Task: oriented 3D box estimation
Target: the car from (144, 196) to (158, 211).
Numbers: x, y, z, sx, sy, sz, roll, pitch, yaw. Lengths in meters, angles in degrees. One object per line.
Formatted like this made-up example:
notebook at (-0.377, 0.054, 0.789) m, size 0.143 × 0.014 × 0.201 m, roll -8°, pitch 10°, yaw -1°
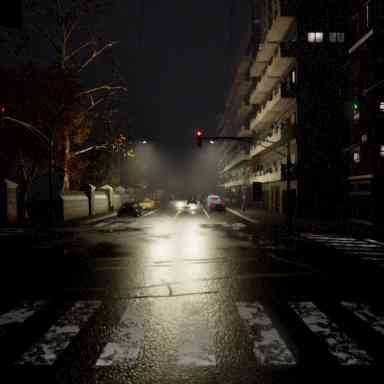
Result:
car at (-5.684, 1.550, 41.975) m, size 1.752 × 1.417 × 4.829 m, roll 0°, pitch 0°, yaw 0°

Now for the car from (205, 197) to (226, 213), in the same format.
car at (2.696, 1.564, 36.514) m, size 1.887 × 1.381 × 4.507 m, roll 0°, pitch 0°, yaw 0°

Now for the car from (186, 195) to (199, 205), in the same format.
car at (0.004, 1.597, 59.600) m, size 2.033 × 1.411 × 5.357 m, roll 0°, pitch 0°, yaw 0°

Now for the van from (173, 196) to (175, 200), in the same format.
van at (-5.682, 1.432, 81.556) m, size 1.690 × 1.788 × 3.998 m, roll 0°, pitch 0°, yaw 0°

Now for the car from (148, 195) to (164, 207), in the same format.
car at (-5.684, 1.347, 47.775) m, size 2.192 × 1.841 × 5.009 m, roll 0°, pitch 0°, yaw 0°

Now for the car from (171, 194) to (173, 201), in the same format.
car at (-5.682, 1.508, 70.295) m, size 1.967 × 1.590 × 4.097 m, roll 0°, pitch 0°, yaw 0°

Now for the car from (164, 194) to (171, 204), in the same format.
car at (-5.683, 1.498, 64.666) m, size 1.967 × 1.590 × 4.097 m, roll 0°, pitch 0°, yaw 0°

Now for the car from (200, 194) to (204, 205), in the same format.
car at (2.697, 1.480, 53.405) m, size 1.967 × 1.590 × 4.097 m, roll 0°, pitch 0°, yaw 0°

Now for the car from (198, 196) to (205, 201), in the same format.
car at (2.698, 1.700, 92.816) m, size 1.802 × 1.307 × 4.206 m, roll 0°, pitch 0°, yaw 0°

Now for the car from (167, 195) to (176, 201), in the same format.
car at (-5.682, 1.669, 92.815) m, size 2.008 × 1.369 × 4.403 m, roll 0°, pitch 0°, yaw 0°

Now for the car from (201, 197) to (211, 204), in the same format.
car at (2.697, 1.602, 64.665) m, size 1.887 × 1.381 × 4.507 m, roll 0°, pitch 0°, yaw 0°

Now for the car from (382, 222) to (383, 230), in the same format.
car at (13.468, 1.604, 18.561) m, size 5.009 × 1.841 × 2.192 m, roll 1°, pitch -1°, yaw -1°

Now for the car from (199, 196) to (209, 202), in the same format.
car at (2.697, 1.629, 75.925) m, size 2.008 × 1.369 × 4.403 m, roll 0°, pitch 0°, yaw 0°

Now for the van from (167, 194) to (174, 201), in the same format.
van at (-5.682, 1.445, 87.185) m, size 1.690 × 1.788 × 3.998 m, roll 0°, pitch 0°, yaw 0°

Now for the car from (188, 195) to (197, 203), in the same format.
car at (0.006, 1.444, 70.019) m, size 1.837 × 1.490 × 4.892 m, roll 0°, pitch 0°, yaw 0°

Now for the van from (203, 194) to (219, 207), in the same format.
van at (2.697, 1.366, 42.145) m, size 1.690 × 1.788 × 3.998 m, roll 0°, pitch 0°, yaw 0°

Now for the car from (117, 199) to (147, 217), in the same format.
car at (-5.685, 1.580, 30.884) m, size 1.947 × 1.339 × 4.313 m, roll 0°, pitch 0°, yaw 0°

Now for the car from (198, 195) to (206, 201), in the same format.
car at (2.698, 1.544, 87.185) m, size 1.967 × 1.590 × 4.097 m, roll 0°, pitch 0°, yaw 0°

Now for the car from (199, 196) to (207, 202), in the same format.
car at (2.697, 1.635, 81.555) m, size 1.887 × 1.381 × 4.507 m, roll 0°, pitch 0°, yaw 0°
